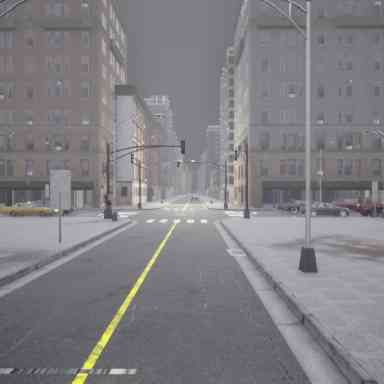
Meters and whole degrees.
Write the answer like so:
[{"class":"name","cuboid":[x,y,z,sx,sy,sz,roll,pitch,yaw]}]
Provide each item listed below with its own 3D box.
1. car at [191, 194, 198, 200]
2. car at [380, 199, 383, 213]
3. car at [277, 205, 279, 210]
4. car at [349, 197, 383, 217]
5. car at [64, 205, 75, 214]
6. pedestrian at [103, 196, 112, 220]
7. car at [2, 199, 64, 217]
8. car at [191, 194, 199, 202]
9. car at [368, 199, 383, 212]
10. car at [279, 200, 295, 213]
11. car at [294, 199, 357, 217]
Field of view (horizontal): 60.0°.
[{"class":"car","cuboid":[0.724,1.403,90.516,1.812,1.442,4.674,0,0,0]},{"class":"car","cuboid":[23.081,1.512,35.494,4.892,1.490,1.837,0,0,1]},{"class":"car","cuboid":[12.076,1.537,38.129,4.507,1.381,1.887,0,0,1]},{"class":"car","cuboid":[17.413,1.345,30.055,5.009,1.841,2.192,0,0,1]},{"class":"car","cuboid":[-14.100,1.516,32.862,4.892,1.490,1.837,0,0,-1]},{"class":"pedestrian","cuboid":[-6.169,1.145,24.467,0.375,1.860,0.375,0,0,0]},{"class":"car","cuboid":[-14.670,1.548,30.340,4.829,1.417,1.752,0,0,1]},{"class":"car","cuboid":[0.644,1.553,80.512,1.812,1.442,4.674,0,0,0]},{"class":"car","cuboid":[22.894,1.546,38.033,4.403,1.369,2.008,0,0,1]},{"class":"car","cuboid":[12.173,1.605,35.590,4.718,1.301,1.895,0,0,-2]},{"class":"car","cuboid":[12.004,1.580,30.104,4.403,1.369,2.008,0,0,1]}]
